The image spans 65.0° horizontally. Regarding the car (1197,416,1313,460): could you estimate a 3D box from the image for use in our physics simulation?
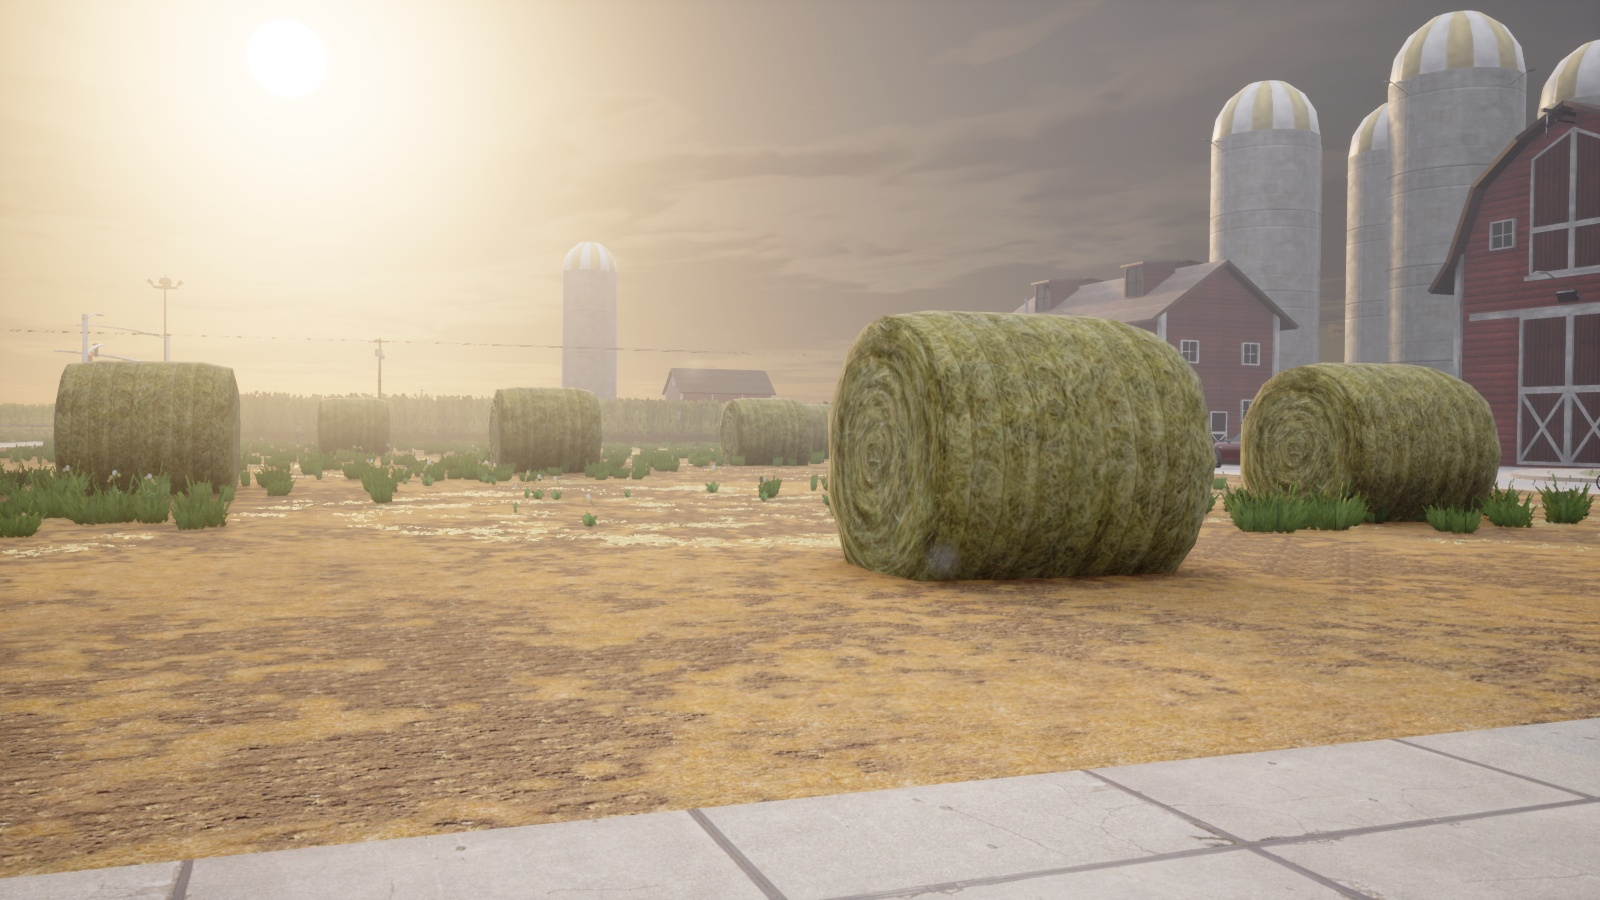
[{"bbox_3d":[19.308,-0.497,53.473,2.097,1.767,4.553,-2,1,-22],"label":"car"}]
